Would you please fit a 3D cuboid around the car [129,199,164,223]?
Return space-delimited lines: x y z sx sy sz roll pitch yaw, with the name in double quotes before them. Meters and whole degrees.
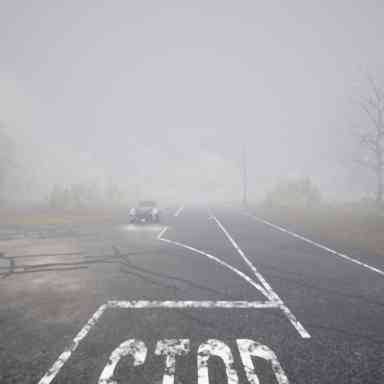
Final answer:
"car" -3.323 1.337 24.920 2.097 1.767 4.553 0 0 0
